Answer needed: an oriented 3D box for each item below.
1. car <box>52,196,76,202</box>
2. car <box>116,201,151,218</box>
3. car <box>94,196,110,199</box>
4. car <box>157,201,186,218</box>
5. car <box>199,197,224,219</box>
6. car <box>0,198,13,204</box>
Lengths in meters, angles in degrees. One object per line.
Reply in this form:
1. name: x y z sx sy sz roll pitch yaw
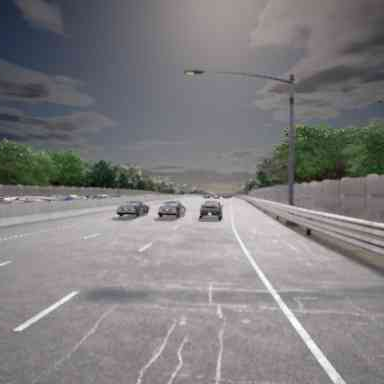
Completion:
1. car: -20.271 1.320 52.686 1.882 1.535 5.008 0 0 7
2. car: -5.226 1.502 30.160 2.033 1.411 5.357 0 0 7
3. car: -18.449 1.430 68.125 1.895 1.301 4.718 0 0 7
4. car: -1.748 1.524 29.756 2.033 1.411 5.357 0 0 7
5. car: 1.727 1.505 29.354 1.837 1.490 4.892 0 0 7
6. car: -22.069 1.406 37.466 1.994 1.385 4.181 0 0 7
